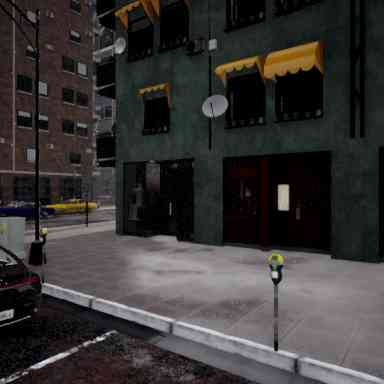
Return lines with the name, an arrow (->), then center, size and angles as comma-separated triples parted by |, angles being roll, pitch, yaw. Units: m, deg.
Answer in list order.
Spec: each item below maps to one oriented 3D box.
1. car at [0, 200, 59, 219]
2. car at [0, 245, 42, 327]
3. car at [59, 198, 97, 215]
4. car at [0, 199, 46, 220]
car -> -12.465, 1.411, 23.968 | 1.895, 1.301, 4.718 | 0, 1, 37
car -> -4.487, 1.551, 6.065 | 4.403, 1.369, 2.008 | 0, 0, 35
car -> -10.982, 1.249, 30.495 | 1.752, 1.417, 4.829 | 1, 1, 35
car -> -14.067, 1.350, 26.067 | 2.008, 1.369, 4.403 | 1, 1, 35
